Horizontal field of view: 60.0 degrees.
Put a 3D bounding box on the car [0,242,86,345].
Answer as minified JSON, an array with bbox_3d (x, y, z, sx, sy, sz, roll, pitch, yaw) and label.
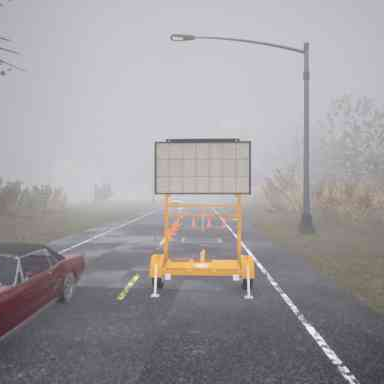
[{"bbox_3d":[-3.412,1.599,5.402,1.895,1.301,4.718,0,0,1],"label":"car"}]

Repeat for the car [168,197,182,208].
[{"bbox_3d":[-2.452,1.454,48.902,1.882,1.535,5.008,0,0,1],"label":"car"}]

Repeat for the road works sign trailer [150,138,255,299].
[{"bbox_3d":[0.273,0.461,8.470,2.380,3.560,2.880,0,0,3],"label":"road works sign trailer"}]
